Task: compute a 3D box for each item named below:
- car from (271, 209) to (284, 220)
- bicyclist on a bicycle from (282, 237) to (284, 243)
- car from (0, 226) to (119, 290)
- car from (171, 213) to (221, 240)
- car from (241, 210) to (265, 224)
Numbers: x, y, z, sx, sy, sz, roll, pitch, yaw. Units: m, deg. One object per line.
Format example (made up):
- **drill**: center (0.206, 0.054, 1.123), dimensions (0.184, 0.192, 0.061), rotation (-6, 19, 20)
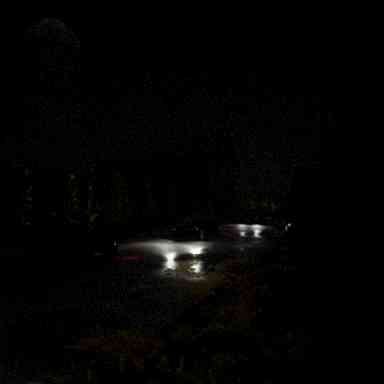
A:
- **car**: center (12.058, 2.942, 44.539), dimensions (2.033, 1.411, 5.357), rotation (0, -1, -1)
- **bicyclist on a bicycle**: center (5.296, 1.997, 16.430), dimensions (1.656, 1.620, 0.582), rotation (0, -2, 23)
- **car**: center (-4.418, 1.783, 10.129), dimensions (2.033, 1.411, 5.357), rotation (0, -2, 23)
- **car**: center (0.378, 2.137, 21.453), dimensions (1.882, 1.535, 5.008), rotation (0, -2, 23)
- **car**: center (6.668, 2.679, 36.108), dimensions (1.812, 1.442, 4.674), rotation (0, -2, 23)
